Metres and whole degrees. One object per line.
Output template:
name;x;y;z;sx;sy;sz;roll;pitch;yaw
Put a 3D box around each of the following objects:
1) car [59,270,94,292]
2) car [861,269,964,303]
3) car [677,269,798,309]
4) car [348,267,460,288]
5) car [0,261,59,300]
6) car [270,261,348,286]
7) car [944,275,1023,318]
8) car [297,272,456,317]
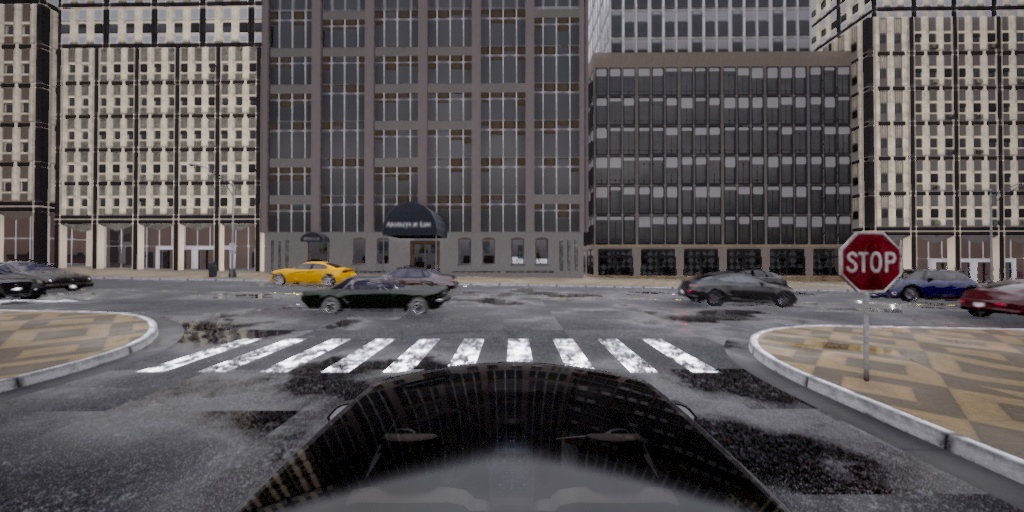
car;-22.341;0.939;16.135;5.357;1.411;2.033;1;-1;1
car;21.447;1.486;18.969;4.553;1.767;2.097;1;-1;1
car;9.736;1.432;15.671;4.674;1.442;1.812;1;-1;1
car;-5.552;1.294;19.337;5.357;1.411;2.033;1;0;1
car;-19.662;0.967;12.848;4.181;1.385;1.994;1;-1;1
car;-12.534;1.092;22.697;5.008;1.535;1.882;1;-1;1
car;18.431;1.546;12.342;4.674;1.442;1.812;1;-1;1
car;-4.585;1.350;12.634;4.718;1.301;1.895;0;0;1
